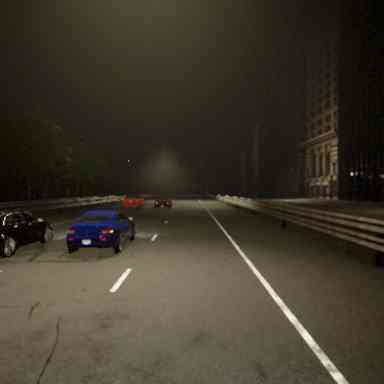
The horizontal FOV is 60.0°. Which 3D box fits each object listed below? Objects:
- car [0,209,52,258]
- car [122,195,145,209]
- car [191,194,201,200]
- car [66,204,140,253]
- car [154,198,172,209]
[{"bbox_3d":[-6.907,1.407,12.350,1.837,1.490,4.892,0,0,0],"label":"car"},{"bbox_3d":[-6.925,1.095,39.636,2.097,1.767,4.553,0,0,0],"label":"car"},{"bbox_3d":[1.176,1.244,81.499,1.812,1.442,4.674,0,0,0],"label":"car"},{"bbox_3d":[-3.411,1.422,13.060,1.812,1.442,4.674,0,0,0],"label":"car"},{"bbox_3d":[-3.425,1.342,40.601,1.895,1.301,4.718,0,0,0],"label":"car"}]
